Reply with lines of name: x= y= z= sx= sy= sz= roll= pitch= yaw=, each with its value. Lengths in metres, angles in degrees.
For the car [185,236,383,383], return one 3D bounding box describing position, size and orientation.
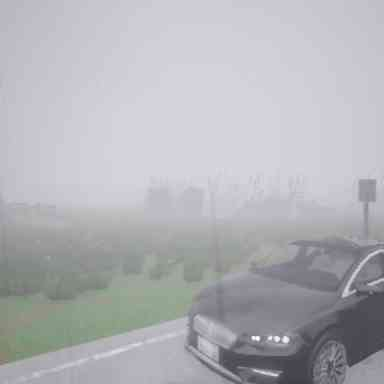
car: x=2.175 y=1.510 z=5.175 sx=4.902 sy=1.511 sz=2.128 roll=0 pitch=0 yaw=-35
